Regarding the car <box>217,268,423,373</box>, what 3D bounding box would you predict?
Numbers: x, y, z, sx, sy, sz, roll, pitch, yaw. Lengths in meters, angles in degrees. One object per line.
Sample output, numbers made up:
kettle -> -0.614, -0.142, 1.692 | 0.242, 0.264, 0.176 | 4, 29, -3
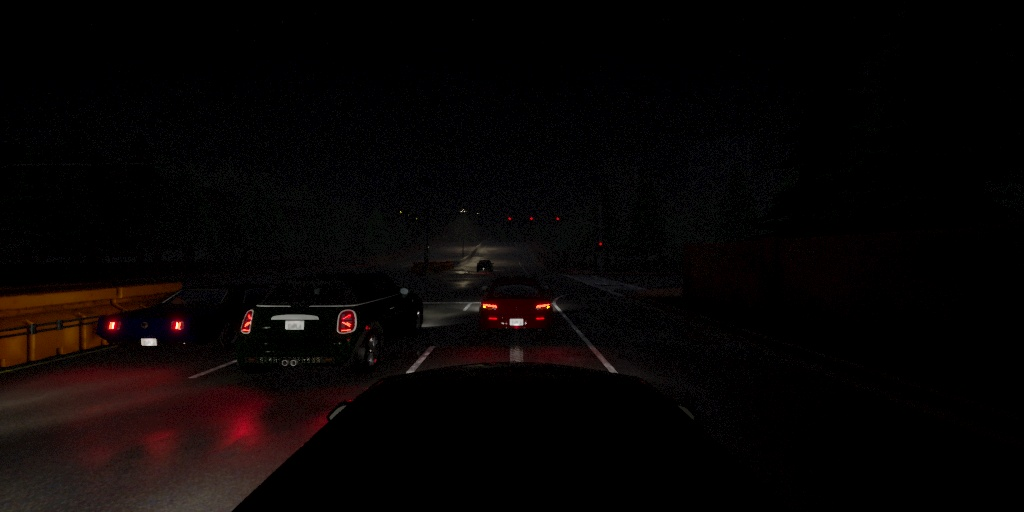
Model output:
car -> -3.400, 1.102, 7.730 | 2.097, 1.767, 4.553 | 0, 0, 0

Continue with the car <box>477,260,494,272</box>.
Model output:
car -> -3.410, 1.255, 45.458 | 1.837, 1.490, 4.892 | 0, 0, 0

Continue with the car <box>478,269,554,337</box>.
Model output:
car -> 0.097, 1.276, 10.120 | 1.812, 1.442, 4.674 | 0, 0, 0

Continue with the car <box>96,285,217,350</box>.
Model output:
car -> -6.902, 1.351, 9.044 | 1.895, 1.301, 4.718 | 0, 0, 0
